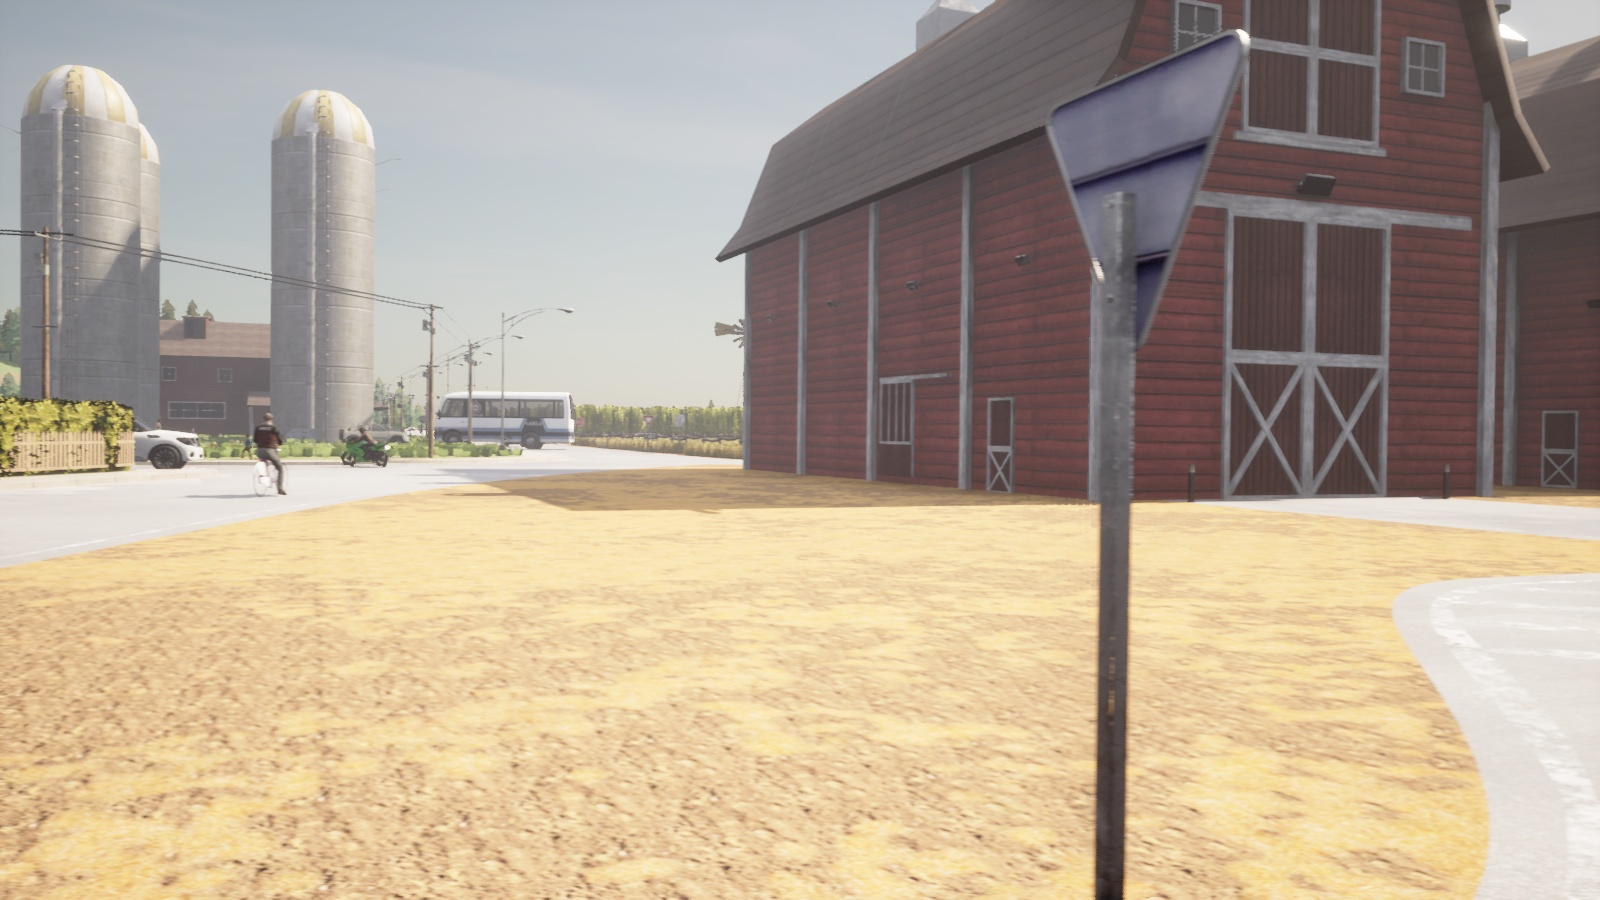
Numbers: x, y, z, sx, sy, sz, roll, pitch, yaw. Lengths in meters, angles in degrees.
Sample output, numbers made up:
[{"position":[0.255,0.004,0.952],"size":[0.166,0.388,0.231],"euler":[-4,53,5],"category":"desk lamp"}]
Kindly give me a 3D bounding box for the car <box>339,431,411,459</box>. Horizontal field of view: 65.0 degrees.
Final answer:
[{"position":[-29.687,-0.351,87.763],"size":[4.605,1.855,1.932],"euler":[-1,1,-22],"category":"car"}]

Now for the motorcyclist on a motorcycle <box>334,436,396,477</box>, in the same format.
[{"position":[-16.416,0.247,47.419],"size":[2.044,1.523,0.797],"euler":[-1,2,14],"category":"motorcyclist on a motorcycle"}]

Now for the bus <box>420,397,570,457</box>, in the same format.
[{"position":[-22.473,-1.705,93.102],"size":[10.273,4.253,3.944],"euler":[-1,0,-5],"category":"bus"}]

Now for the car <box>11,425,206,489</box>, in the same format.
[{"position":[-23.597,0.208,43.130],"size":[5.566,2.045,2.150],"euler":[-1,1,-19],"category":"car"}]

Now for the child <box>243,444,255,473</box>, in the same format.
[{"position":[-23.334,0.357,53.198],"size":[0.448,1.192,0.343],"euler":[-1,1,-21],"category":"child"}]

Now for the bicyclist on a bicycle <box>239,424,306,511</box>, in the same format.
[{"position":[-11.158,0.346,26.615],"size":[0.659,1.776,1.843],"euler":[-1,1,-1],"category":"bicyclist on a bicycle"}]
